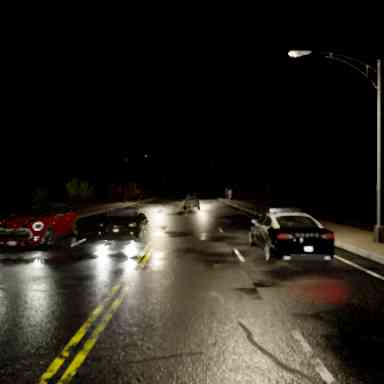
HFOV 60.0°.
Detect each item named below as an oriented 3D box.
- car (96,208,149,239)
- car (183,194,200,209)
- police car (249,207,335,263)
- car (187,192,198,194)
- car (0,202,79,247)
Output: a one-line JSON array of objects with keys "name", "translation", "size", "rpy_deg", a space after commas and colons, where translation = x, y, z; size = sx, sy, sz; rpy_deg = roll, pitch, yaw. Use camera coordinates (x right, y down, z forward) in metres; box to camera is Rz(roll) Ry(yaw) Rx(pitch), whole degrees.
[{"name": "car", "translation": [-3.344, 1.480, 16.570], "size": [1.994, 1.385, 4.181], "rpy_deg": [0, 0, 0]}, {"name": "car", "translation": [0.003, 1.317, 40.559], "size": [1.812, 1.442, 4.674], "rpy_deg": [0, 0, 0]}, {"name": "police car", "translation": [3.252, 1.365, 11.851], "size": [1.930, 1.638, 5.238], "rpy_deg": [0, 0, 0]}, {"name": "car", "translation": [0.107, 1.190, 55.589], "size": [1.882, 1.535, 5.008], "rpy_deg": [0, 0, 0]}, {"name": "car", "translation": [-6.595, 1.279, 14.442], "size": [2.097, 1.767, 4.553], "rpy_deg": [0, 0, 0]}]
